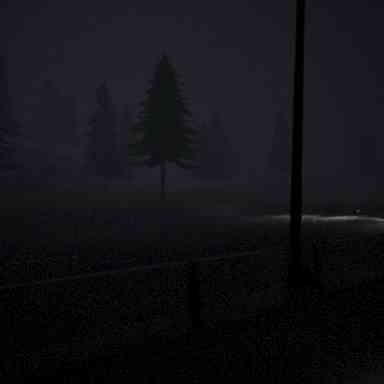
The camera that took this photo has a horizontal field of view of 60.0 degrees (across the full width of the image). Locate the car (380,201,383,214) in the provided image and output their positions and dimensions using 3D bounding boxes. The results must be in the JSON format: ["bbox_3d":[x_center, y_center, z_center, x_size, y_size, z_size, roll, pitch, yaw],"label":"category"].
[{"bbox_3d":[20.073,1.594,31.157,5.008,1.535,1.882,0,0,-35],"label":"car"}]

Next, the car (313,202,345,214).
[{"bbox_3d":[15.330,1.719,36.377,4.718,1.301,1.895,0,0,-35],"label":"car"}]

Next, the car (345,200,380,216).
[{"bbox_3d":[18.423,1.605,34.278,4.902,1.511,2.128,0,0,-35],"label":"car"}]
